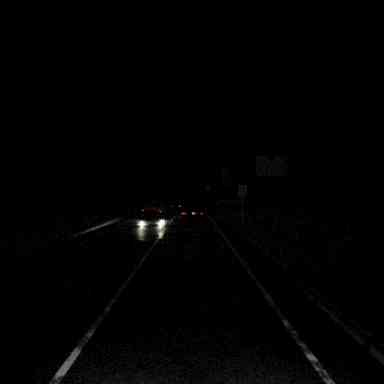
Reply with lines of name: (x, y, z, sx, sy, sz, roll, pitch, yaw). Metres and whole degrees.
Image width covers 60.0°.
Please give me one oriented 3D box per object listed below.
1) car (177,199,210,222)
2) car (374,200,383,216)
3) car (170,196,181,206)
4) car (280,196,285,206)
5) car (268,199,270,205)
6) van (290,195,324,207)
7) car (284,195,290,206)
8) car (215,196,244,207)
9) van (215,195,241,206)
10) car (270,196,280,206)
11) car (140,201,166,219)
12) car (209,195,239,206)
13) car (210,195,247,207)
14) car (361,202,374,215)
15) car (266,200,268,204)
car: (0.094, 1.568, 26.131, 2.033, 1.411, 5.357, 0, 0, 0)
car: (18.750, 1.343, 28.553, 4.553, 1.767, 2.185, 0, 0, 0)
car: (-3.355, 1.871, 70.689, 2.150, 2.045, 5.566, 0, -2, 0)
car: (18.678, 1.728, 57.972, 5.366, 1.575, 1.946, 0, -1, 0)
car: (18.404, 1.950, 66.476, 4.892, 1.521, 2.231, 0, -2, -1)
van: (18.421, 1.401, 52.520, 4.442, 1.987, 1.878, 0, -1, 0)
car: (18.700, 1.674, 55.312, 5.366, 1.575, 1.946, 0, -1, 0)
car: (6.272, 1.561, 55.983, 4.553, 1.767, 2.185, 0, -1, 0)
van: (6.332, 1.527, 59.023, 4.442, 1.987, 1.878, 0, -1, 0)
car: (18.417, 1.616, 63.692, 5.566, 2.045, 2.435, 0, -2, -1)
car: (-3.354, 1.500, 29.229, 1.882, 1.535, 5.008, 0, 0, 0)
car: (6.186, 1.656, 65.213, 5.566, 2.045, 2.435, 0, -2, -1)
car: (6.080, 1.631, 53.062, 5.366, 1.575, 1.946, 0, -1, 0)
car: (18.679, 1.512, 31.723, 4.674, 1.452, 2.002, 0, 0, 0)
car: (18.347, 1.779, 69.152, 5.566, 2.045, 2.435, 0, -2, -1)
